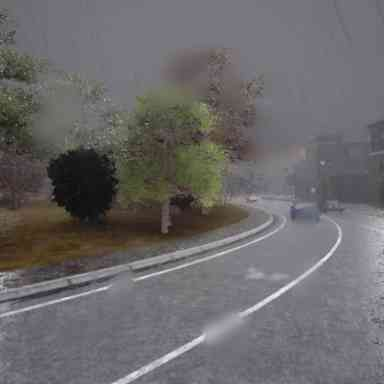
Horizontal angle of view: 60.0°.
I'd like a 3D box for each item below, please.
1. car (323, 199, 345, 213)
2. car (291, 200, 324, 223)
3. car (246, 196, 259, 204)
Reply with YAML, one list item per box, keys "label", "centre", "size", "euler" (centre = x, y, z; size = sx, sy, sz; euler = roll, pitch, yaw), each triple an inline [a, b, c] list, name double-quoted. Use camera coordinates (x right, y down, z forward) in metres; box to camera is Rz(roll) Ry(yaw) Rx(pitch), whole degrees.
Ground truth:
- label: "car"
  centre: [14.572, 1.478, 35.579]
  size: [2.033, 1.411, 5.357]
  euler: [-1, 0, 5]
- label: "car"
  centre: [8.801, 1.513, 26.005]
  size: [1.882, 1.535, 5.008]
  euler: [-1, 0, 15]
- label: "car"
  centre: [12.020, 1.464, 66.218]
  size: [1.882, 1.535, 5.008]
  euler: [-1, 0, 1]
